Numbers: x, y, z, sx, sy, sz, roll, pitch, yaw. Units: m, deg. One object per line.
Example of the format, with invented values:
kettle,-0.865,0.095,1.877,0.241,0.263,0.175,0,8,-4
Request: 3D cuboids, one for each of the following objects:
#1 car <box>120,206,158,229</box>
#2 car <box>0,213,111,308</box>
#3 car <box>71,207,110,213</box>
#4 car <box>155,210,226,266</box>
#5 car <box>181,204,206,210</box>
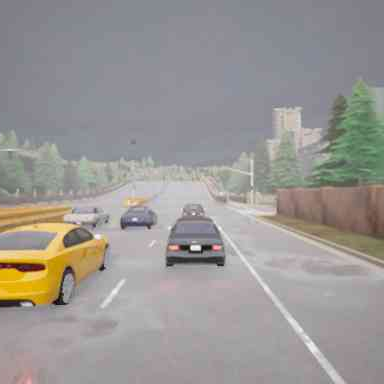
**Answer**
car,-3.410,1.606,21.944,1.994,1.385,4.181,0,0,0
car,-3.402,1.493,8.055,1.882,1.535,5.008,0,0,0
car,-6.905,1.644,22.438,1.895,1.301,4.718,0,0,0
car,0.097,1.570,11.552,2.033,1.411,5.357,0,0,0
car,0.118,1.597,25.460,2.033,1.411,5.357,0,0,1
